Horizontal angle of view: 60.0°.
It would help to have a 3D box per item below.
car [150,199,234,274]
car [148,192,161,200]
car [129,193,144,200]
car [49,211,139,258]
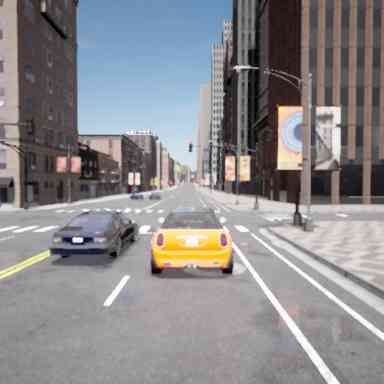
[{"bbox_3d":[0.006,1.207,10.202,2.097,1.767,4.553,0,1,0],"label":"car"},{"bbox_3d":[-6.574,0.766,59.321,1.994,1.385,4.181,0,1,0],"label":"car"},{"bbox_3d":[-9.817,0.808,58.971,1.895,1.301,4.718,0,1,1],"label":"car"},{"bbox_3d":[-3.233,1.378,11.986,2.033,1.411,5.357,0,1,0],"label":"car"}]
